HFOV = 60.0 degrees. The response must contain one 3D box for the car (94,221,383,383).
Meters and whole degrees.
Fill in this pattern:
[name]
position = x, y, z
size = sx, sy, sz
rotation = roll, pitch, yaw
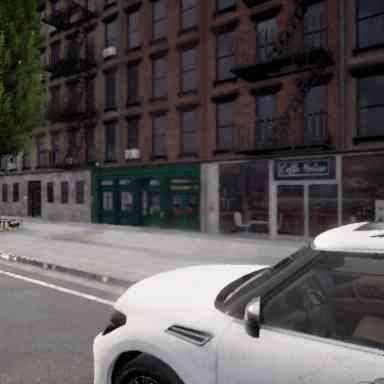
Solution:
[car]
position = 1.701, 1.221, 2.473
size = 5.566, 2.045, 2.150
rotation = 0, 0, 36
